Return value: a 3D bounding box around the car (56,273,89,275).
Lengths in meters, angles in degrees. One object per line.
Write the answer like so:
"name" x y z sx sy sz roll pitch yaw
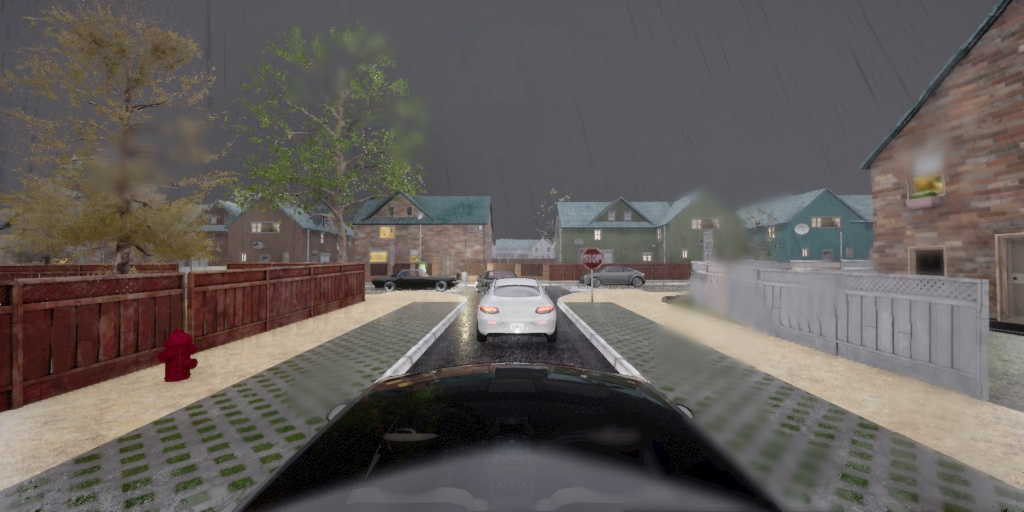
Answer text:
"car" -25.594 1.633 21.150 4.718 1.301 1.895 -1 -1 1

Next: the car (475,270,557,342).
"car" 0.108 1.280 9.660 1.812 1.442 4.674 0 0 0

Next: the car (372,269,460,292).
"car" -5.470 1.417 20.867 4.718 1.301 1.895 -1 -1 1

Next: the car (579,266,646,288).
"car" 6.553 1.344 23.650 4.181 1.385 1.994 0 -1 1

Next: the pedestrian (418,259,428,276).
"pedestrian" -6.684 1.119 26.753 0.375 1.860 0.375 0 -1 1

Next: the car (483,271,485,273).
"car" -0.746 1.366 18.479 1.895 1.301 4.718 0 -1 -12
